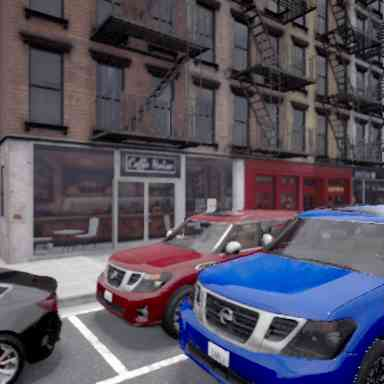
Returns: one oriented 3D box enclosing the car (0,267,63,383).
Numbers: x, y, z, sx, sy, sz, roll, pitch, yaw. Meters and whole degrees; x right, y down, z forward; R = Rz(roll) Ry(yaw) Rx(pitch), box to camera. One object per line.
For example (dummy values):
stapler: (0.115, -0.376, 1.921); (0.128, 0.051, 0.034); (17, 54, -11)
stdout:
car: (-3.674, 1.561, 3.576); (4.313, 1.339, 1.947); (0, 0, -36)

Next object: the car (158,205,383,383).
car: (2.505, 1.243, 4.860); (5.566, 2.045, 2.150); (0, 0, -36)

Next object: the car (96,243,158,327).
car: (0.726, 1.335, 6.719); (5.009, 1.841, 2.192); (0, 0, -36)
